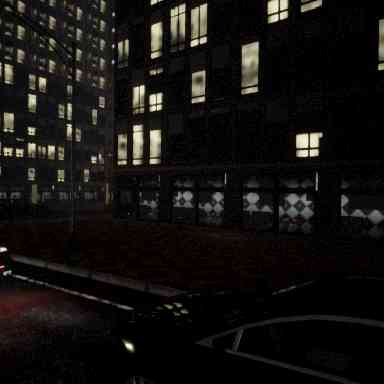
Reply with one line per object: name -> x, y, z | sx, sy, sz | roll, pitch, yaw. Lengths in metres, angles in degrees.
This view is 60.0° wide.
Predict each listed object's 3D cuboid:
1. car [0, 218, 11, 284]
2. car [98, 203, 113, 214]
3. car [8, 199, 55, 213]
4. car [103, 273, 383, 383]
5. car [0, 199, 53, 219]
car -> -6.356, 1.487, 8.188 | 4.902, 1.511, 2.128 | 0, 0, 36
car -> -8.871, 1.828, 39.768 | 1.752, 1.417, 4.829 | 1, 0, 36
car -> -19.166, 1.641, 39.915 | 1.752, 1.417, 4.829 | 1, 0, 36
car -> 1.327, 1.491, 2.734 | 4.902, 1.511, 2.128 | 0, 0, 35
car -> -15.654, 1.518, 30.546 | 2.192, 1.841, 5.009 | 1, 0, 36
